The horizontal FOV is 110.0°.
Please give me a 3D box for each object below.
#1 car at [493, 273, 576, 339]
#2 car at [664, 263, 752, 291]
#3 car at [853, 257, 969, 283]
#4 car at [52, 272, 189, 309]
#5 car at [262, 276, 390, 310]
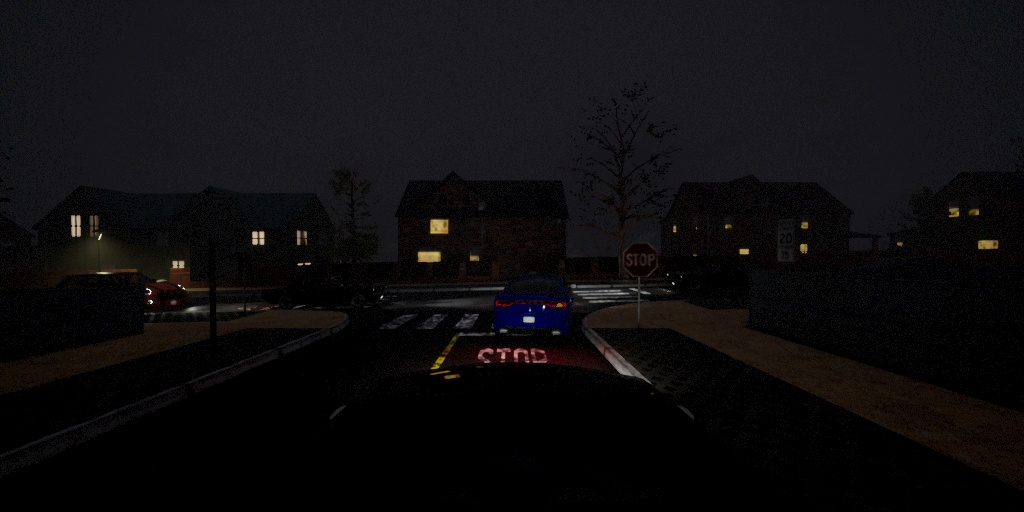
[{"bbox_3d":[0.788,1.226,10.198,1.882,1.535,5.008,0,0,10],"label":"car"},{"bbox_3d":[10.414,1.034,18.331,4.718,1.301,1.895,-1,1,-1],"label":"car"},{"bbox_3d":[20.060,0.753,18.365,5.357,1.411,2.033,-1,1,0],"label":"car"},{"bbox_3d":[-16.796,1.472,15.402,4.553,1.767,2.097,-1,1,0],"label":"car"},{"bbox_3d":[-7.808,1.506,15.408,4.718,1.301,1.895,-1,1,0],"label":"car"}]
